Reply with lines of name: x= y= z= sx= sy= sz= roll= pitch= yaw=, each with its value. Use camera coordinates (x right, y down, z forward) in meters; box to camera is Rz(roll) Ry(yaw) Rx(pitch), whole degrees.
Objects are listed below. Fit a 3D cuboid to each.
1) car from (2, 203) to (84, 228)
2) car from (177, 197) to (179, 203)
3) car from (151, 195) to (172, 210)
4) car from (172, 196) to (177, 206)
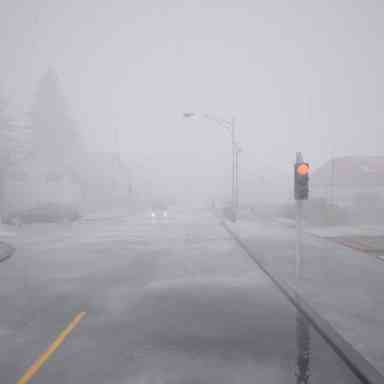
car: x=-9.717 y=1.491 z=21.910 sx=4.902 sy=1.511 sz=2.128 roll=0 pitch=1 yaw=-9
car: x=-3.797 y=1.480 z=68.665 sx=1.882 sy=1.535 sz=5.008 roll=0 pitch=0 yaw=0
car: x=-3.974 y=1.505 z=42.288 sx=1.837 sy=1.490 sz=4.892 roll=0 pitch=0 yaw=0
car: x=-3.931 y=1.351 z=53.855 sx=2.097 sy=1.767 sz=4.553 roll=0 pitch=0 yaw=0
